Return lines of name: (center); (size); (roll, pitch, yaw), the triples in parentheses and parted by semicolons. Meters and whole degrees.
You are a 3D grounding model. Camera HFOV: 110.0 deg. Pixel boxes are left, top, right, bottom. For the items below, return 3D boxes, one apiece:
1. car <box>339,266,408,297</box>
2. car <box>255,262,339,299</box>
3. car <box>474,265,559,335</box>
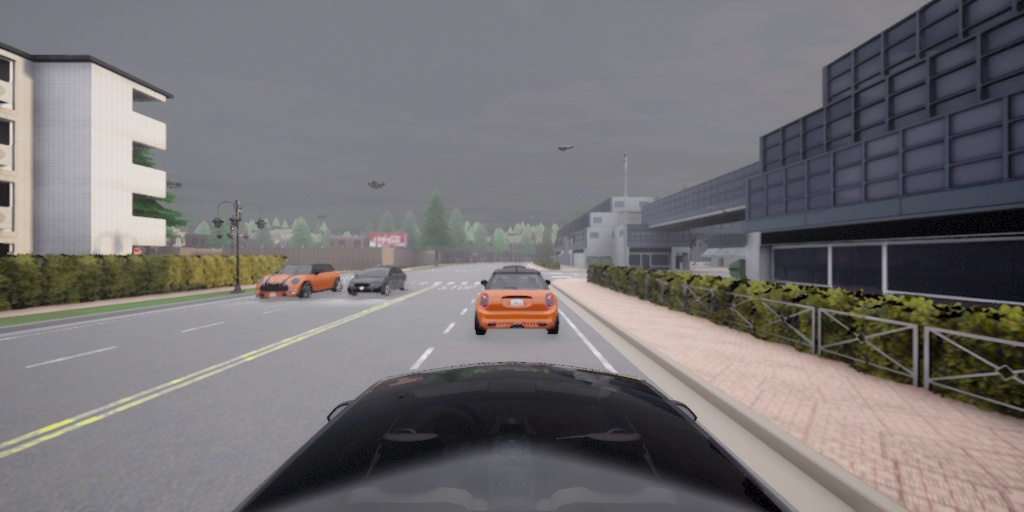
car: (-7.040, 1.288, 19.257); (1.837, 1.490, 4.892); (0, -1, 1)
car: (-10.549, 1.130, 18.086); (2.097, 1.767, 4.553); (0, 0, 0)
car: (0.117, 1.120, 10.655); (2.097, 1.767, 4.553); (0, 0, 0)
